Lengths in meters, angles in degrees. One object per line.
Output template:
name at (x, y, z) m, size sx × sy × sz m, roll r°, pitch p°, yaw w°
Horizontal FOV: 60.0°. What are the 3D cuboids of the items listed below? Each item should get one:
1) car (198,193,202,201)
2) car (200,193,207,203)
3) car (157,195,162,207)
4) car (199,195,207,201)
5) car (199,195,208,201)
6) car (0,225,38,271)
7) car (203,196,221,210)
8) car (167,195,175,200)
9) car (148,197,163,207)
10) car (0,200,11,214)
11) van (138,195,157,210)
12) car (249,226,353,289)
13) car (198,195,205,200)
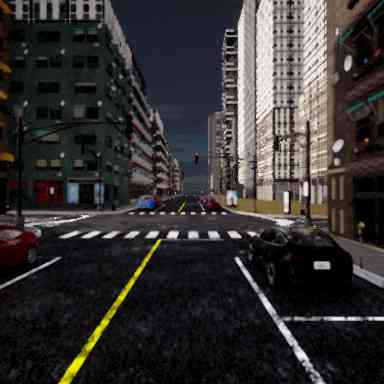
car at (2.690, 1.419, 69.023) m, size 1.967 × 1.590 × 4.097 m, roll 0°, pitch 0°, yaw 0°
car at (2.692, 1.419, 52.440) m, size 1.967 × 1.590 × 4.097 m, roll 0°, pitch 0°, yaw 0°
car at (-5.687, 1.295, 46.912) m, size 2.192 × 1.841 × 5.009 m, roll 0°, pitch 0°, yaw 0°
car at (2.688, 1.530, 85.606) m, size 1.887 × 1.381 × 4.507 m, roll 0°, pitch 0°, yaw 0°
car at (2.688, 1.533, 80.078) m, size 2.008 × 1.369 × 4.403 m, roll 0°, pitch 0°, yaw 0°
car at (-5.685, 1.575, 8.990) m, size 1.802 × 1.307 × 4.206 m, roll 0°, pitch 0°, yaw 0°
car at (2.693, 1.562, 41.384) m, size 1.802 × 1.307 × 4.206 m, roll 0°, pitch 0°, yaw 0°
car at (-5.692, 1.427, 91.133) m, size 1.967 × 1.590 × 4.097 m, roll 0°, pitch 0°, yaw 0°
car at (-5.689, 1.523, 52.441) m, size 1.887 × 1.381 × 4.507 m, roll 0°, pitch 0°, yaw 0°
car at (-18.787, 1.332, 30.224) m, size 4.313 × 1.339 × 1.947 m, roll 1°, pitch -1°, yaw 0°
van at (-5.687, 1.322, 41.385) m, size 1.690 × 1.788 × 3.998 m, roll 0°, pitch 0°, yaw 0°
car at (2.696, 1.559, 8.979) m, size 1.947 × 1.339 × 4.313 m, roll 0°, pitch 0°, yaw 0°
car at (2.687, 1.569, 91.133) m, size 1.802 × 1.307 × 4.206 m, roll 0°, pitch 0°, yaw 0°
